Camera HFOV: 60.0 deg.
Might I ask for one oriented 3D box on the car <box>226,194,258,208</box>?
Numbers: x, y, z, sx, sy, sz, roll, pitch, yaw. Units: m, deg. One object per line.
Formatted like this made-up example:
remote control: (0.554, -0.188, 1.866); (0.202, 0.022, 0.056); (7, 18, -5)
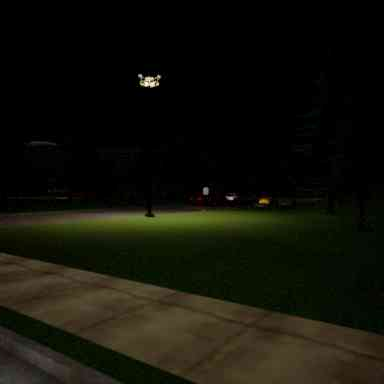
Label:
car: (7.539, 1.477, 49.662); (1.882, 1.535, 5.008); (0, 0, 37)

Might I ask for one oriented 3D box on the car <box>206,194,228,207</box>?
car: (4.504, 1.505, 51.449); (1.837, 1.490, 4.892); (0, 0, 37)

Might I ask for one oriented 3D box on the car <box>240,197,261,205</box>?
car: (10.573, 1.600, 59.800); (1.895, 1.301, 4.718); (0, 0, 36)

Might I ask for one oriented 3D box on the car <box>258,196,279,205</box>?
car: (13.378, 1.475, 57.706); (1.882, 1.535, 5.008); (0, 0, 36)

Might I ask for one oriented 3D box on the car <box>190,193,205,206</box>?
car: (1.998, 1.223, 53.936); (2.150, 2.045, 5.566); (0, 0, 36)
